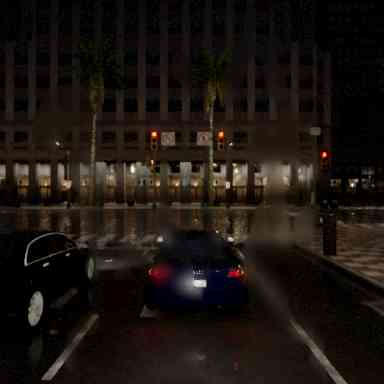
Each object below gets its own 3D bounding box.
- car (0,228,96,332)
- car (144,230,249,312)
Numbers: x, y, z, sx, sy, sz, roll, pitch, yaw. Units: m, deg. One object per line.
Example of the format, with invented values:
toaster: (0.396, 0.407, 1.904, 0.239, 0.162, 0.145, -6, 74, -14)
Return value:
car: (-3.419, 1.502, 6.785, 1.837, 1.490, 4.892, 0, 0, 0)
car: (0.087, 1.561, 7.788, 1.994, 1.385, 4.181, 0, 0, 0)
